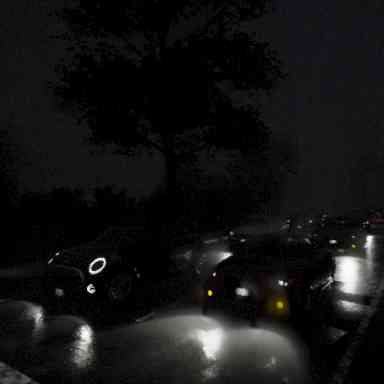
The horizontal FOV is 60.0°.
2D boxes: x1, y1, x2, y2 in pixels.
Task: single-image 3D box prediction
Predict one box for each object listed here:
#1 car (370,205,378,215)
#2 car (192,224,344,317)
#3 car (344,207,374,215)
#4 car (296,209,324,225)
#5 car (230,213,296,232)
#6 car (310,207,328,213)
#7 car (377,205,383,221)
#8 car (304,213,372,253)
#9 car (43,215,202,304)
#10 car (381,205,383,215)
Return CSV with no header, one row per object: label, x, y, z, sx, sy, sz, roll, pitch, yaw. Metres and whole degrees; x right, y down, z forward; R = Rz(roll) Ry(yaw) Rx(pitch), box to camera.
car,24.001,2.501,43.868,1.837,1.490,4.892,-1,-2,17
car,2.053,1.704,7.887,1.994,1.385,4.181,-2,-2,34
car,11.554,2.000,23.436,1.812,1.442,4.674,-2,-2,28
car,8.455,2.159,25.003,1.895,1.301,4.718,-2,-2,27
car,3.431,1.863,16.314,1.812,1.442,4.674,-2,-2,32
car,12.960,2.298,34.346,1.882,1.535,5.008,-2,-2,23
car,19.817,2.218,32.354,2.033,1.411,5.357,-2,-2,23
car,6.668,1.825,14.914,1.994,1.385,4.181,-2,-2,32
car,-1.524,1.566,8.913,2.097,1.767,4.553,-2,-2,35
car,28.720,2.613,47.534,1.994,1.385,4.181,-1,-2,15
